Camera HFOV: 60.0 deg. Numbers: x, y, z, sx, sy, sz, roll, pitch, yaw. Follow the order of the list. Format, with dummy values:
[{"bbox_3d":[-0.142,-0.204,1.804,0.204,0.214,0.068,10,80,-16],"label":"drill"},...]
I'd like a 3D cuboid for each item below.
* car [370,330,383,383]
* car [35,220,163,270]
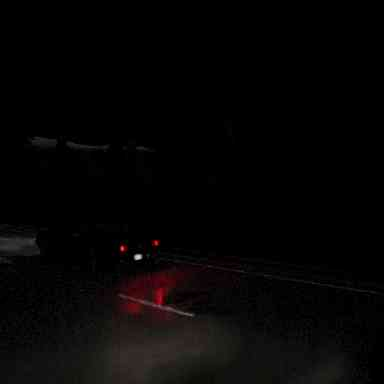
[{"bbox_3d":[3.945,1.221,1.496,5.566,2.045,2.150,0,0,33],"label":"car"},{"bbox_3d":[-3.280,1.600,11.071,4.718,1.301,1.895,0,0,39],"label":"car"}]
